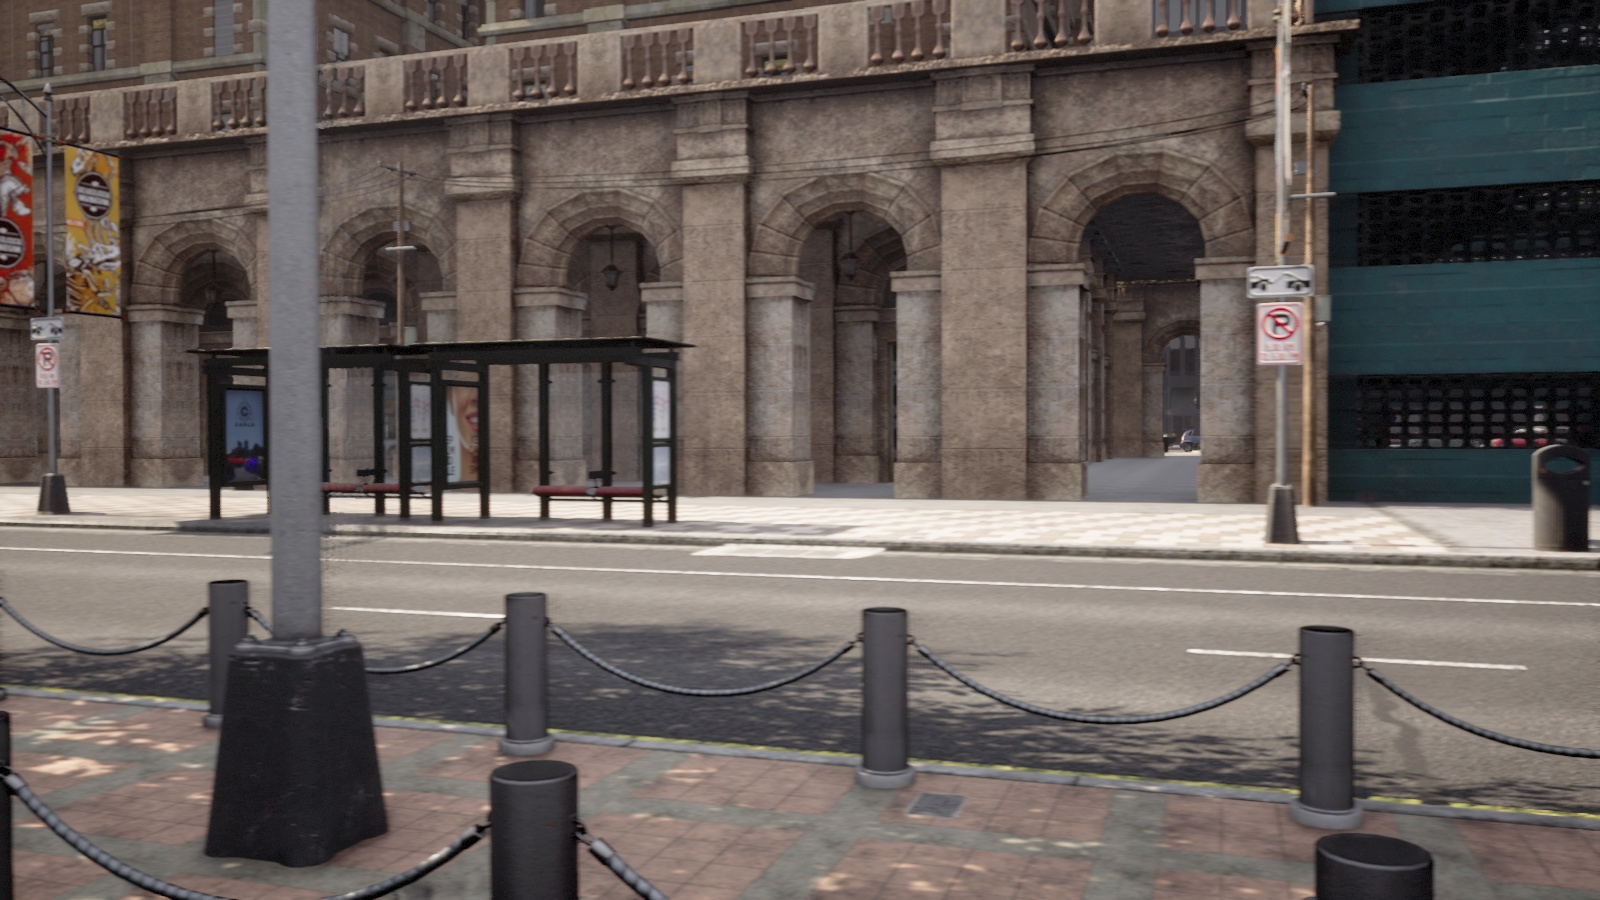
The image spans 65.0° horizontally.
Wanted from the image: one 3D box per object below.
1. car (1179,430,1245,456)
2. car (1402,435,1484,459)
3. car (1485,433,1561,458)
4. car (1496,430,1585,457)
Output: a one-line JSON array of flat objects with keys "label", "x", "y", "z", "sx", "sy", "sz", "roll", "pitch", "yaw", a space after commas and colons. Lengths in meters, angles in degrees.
[{"label": "car", "x": 26.580, "y": -0.472, "z": 80.983, "sx": 3.988, "sy": 1.617, "sz": 1.851, "roll": 1, "pitch": 1, "yaw": 18}, {"label": "car", "x": 39.275, "y": -0.191, "z": 76.760, "sx": 4.181, "sy": 1.385, "sz": 1.994, "roll": 1, "pitch": 1, "yaw": 18}, {"label": "car", "x": 45.155, "y": -0.295, "z": 78.479, "sx": 3.806, "sy": 1.475, "sz": 1.970, "roll": 1, "pitch": 1, "yaw": 19}, {"label": "car", "x": 47.870, "y": -0.450, "z": 81.265, "sx": 4.611, "sy": 1.667, "sz": 2.242, "roll": 1, "pitch": 1, "yaw": 19}]
